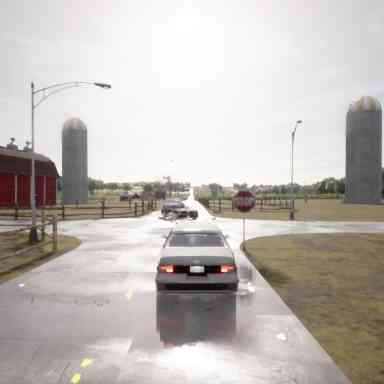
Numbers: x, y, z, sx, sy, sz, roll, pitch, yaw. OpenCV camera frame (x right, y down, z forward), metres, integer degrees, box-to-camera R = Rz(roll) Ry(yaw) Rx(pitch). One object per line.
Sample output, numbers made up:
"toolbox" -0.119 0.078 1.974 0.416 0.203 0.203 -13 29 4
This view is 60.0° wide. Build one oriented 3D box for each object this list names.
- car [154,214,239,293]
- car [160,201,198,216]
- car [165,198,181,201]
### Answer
"car" 0.102 1.554 8.977 2.033 1.411 5.357 0 0 0
"car" -1.132 1.652 27.843 1.895 1.301 4.718 0 -1 -22
"car" -2.837 1.662 43.239 1.882 1.535 5.008 0 0 1
